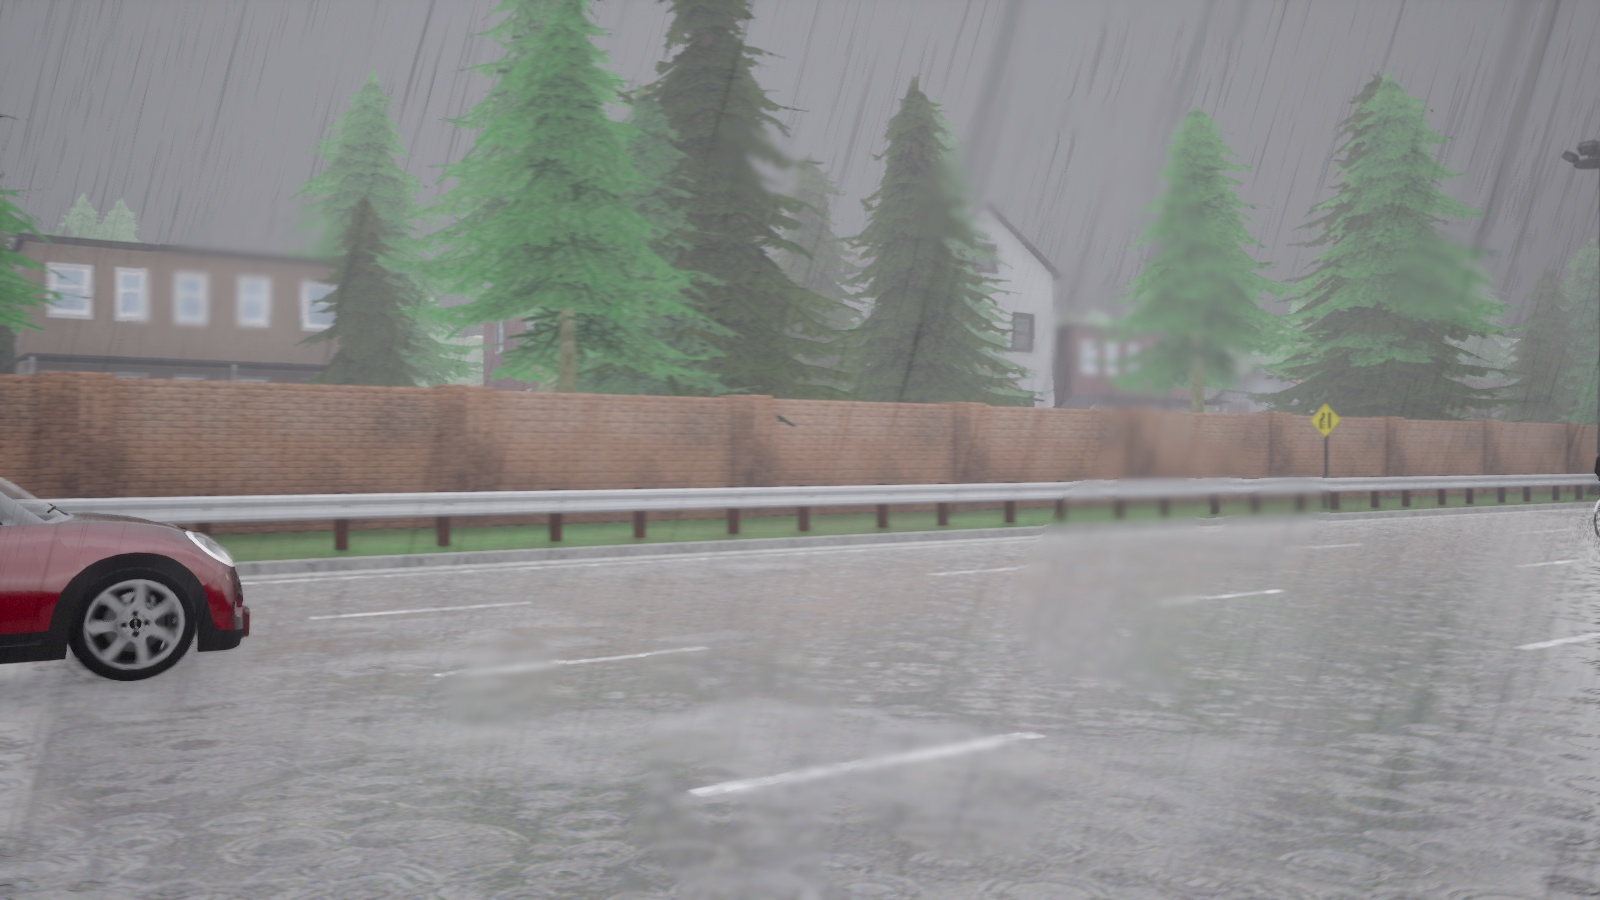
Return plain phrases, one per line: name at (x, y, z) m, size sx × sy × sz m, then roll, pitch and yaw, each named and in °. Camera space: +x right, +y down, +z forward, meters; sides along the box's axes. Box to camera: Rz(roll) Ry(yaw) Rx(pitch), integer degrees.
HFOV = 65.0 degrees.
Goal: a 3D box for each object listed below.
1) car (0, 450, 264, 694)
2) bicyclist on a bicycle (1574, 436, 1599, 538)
car at (-5.742, 0.742, 8.191) m, size 3.806 × 1.475 × 1.970 m, roll 0°, pitch 0°, yaw -35°
bicyclist on a bicycle at (14.553, 0.640, 22.318) m, size 1.843 × 1.776 × 0.659 m, roll 0°, pitch 0°, yaw -35°
